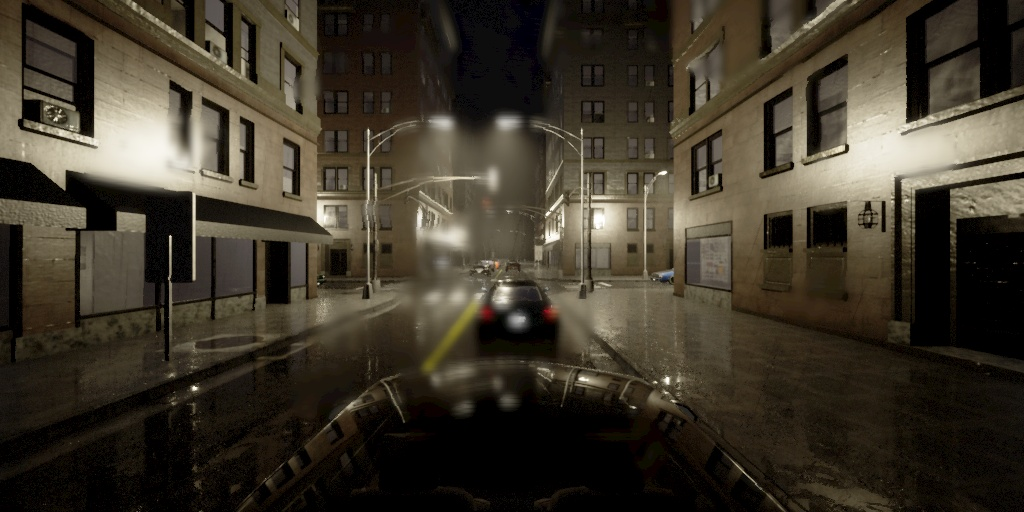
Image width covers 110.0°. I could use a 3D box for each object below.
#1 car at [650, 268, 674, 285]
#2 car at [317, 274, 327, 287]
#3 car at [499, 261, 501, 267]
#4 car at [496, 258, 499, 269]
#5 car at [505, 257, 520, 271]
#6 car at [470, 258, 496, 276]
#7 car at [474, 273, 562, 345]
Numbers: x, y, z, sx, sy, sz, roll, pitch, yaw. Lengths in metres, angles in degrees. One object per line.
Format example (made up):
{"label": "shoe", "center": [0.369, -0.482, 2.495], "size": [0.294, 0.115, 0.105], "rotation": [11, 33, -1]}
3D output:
{"label": "car", "center": [12.626, 1.260, 25.150], "size": [5.357, 1.411, 2.033], "rotation": [0, 0, 0]}
{"label": "car", "center": [-14.016, 1.386, 21.877], "size": [4.718, 1.301, 1.895], "rotation": [0, 0, 0]}
{"label": "car", "center": [-3.060, 1.091, 55.850], "size": [2.097, 1.767, 4.553], "rotation": [0, 0, -1]}
{"label": "car", "center": [-3.078, 1.292, 46.068], "size": [2.033, 1.411, 5.357], "rotation": [0, 0, 0]}
{"label": "car", "center": [0.125, 1.249, 48.254], "size": [1.837, 1.490, 4.892], "rotation": [0, 0, 0]}
{"label": "car", "center": [-3.079, 1.238, 36.325], "size": [2.128, 1.511, 4.902], "rotation": [0, 0, 0]}
{"label": "car", "center": [0.118, 1.313, 9.497], "size": [1.994, 1.385, 4.181], "rotation": [0, 0, -1]}
